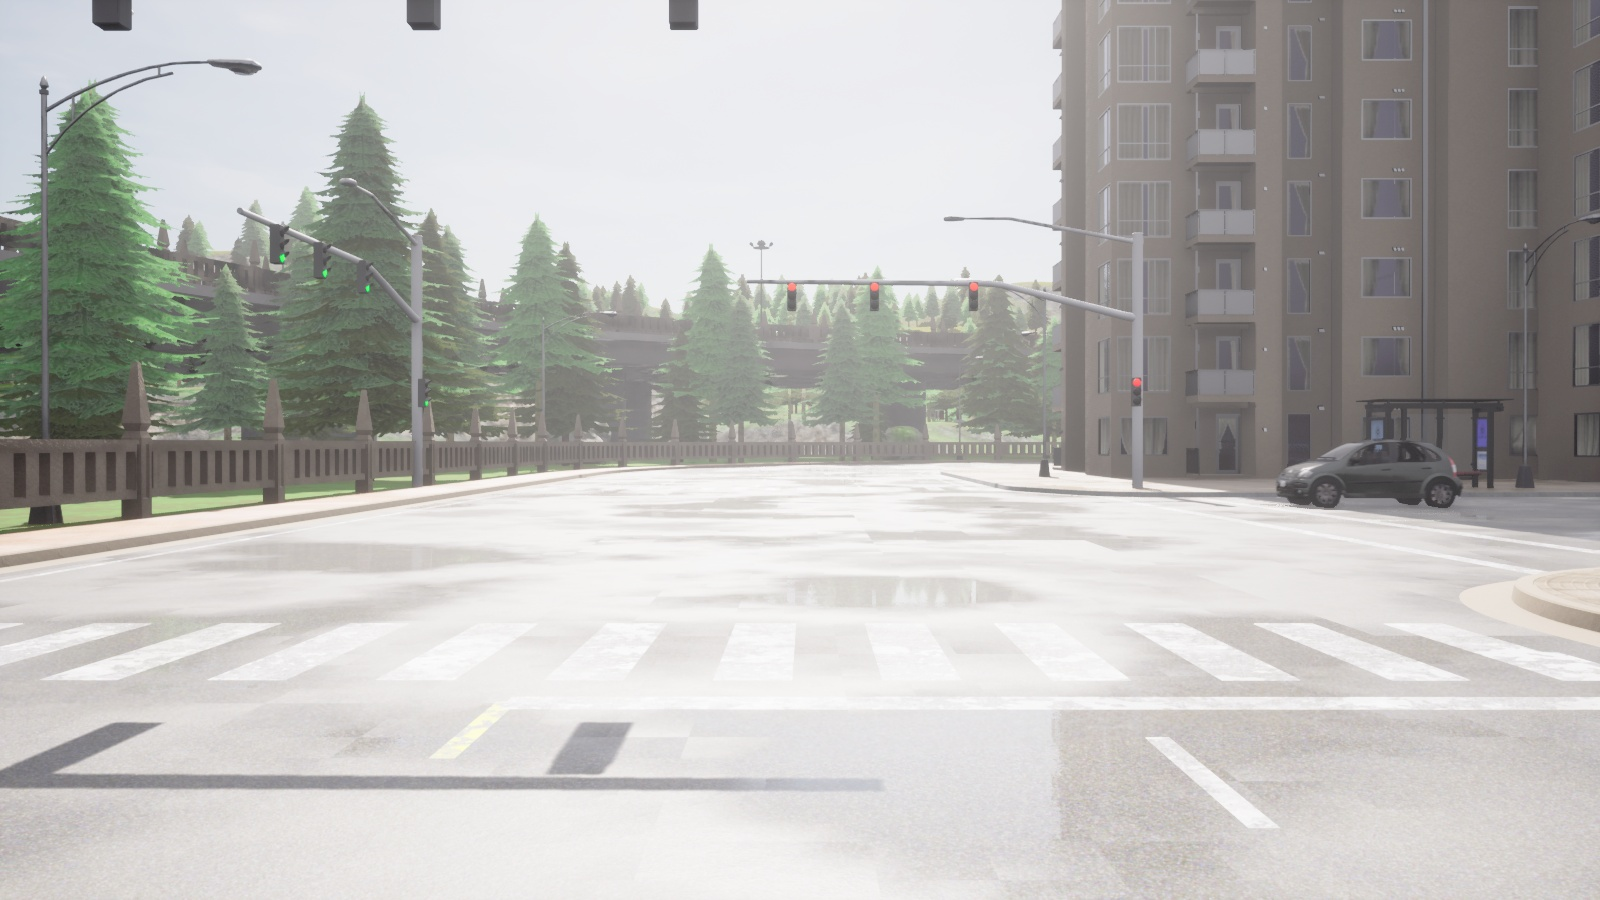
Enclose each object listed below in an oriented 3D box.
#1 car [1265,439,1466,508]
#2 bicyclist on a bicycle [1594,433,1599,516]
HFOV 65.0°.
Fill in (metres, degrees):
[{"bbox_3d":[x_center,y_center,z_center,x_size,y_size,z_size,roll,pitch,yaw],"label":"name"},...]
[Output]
[{"bbox_3d":[13.532,0.541,30.206,3.988,1.617,1.851,0,0,0],"label":"car"},{"bbox_3d":[18.046,0.536,26.752,1.843,1.776,0.659,0,0,-1],"label":"bicyclist on a bicycle"}]
